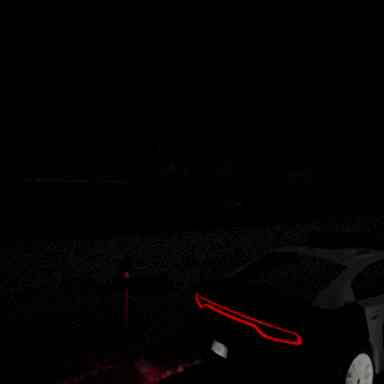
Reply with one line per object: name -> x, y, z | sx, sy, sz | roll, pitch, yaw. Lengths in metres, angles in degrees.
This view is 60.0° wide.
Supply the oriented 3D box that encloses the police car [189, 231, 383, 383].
police car -> 2.386, 1.445, 5.005 | 5.238, 1.638, 1.930 | 0, 0, -36
